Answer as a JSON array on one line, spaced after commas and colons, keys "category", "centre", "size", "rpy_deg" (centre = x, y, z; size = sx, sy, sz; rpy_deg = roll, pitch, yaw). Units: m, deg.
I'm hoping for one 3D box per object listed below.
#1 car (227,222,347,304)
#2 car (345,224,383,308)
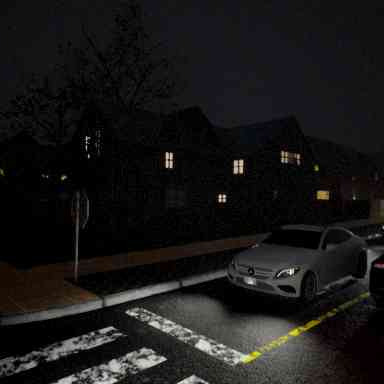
[{"category": "car", "centre": [2.868, 1.537, 8.377], "size": [4.674, 1.442, 1.812], "rpy_deg": [0, 0, -44]}, {"category": "car", "centre": [5.306, 1.481, 6.787], "size": [4.902, 1.511, 2.128], "rpy_deg": [0, 0, -42]}]
